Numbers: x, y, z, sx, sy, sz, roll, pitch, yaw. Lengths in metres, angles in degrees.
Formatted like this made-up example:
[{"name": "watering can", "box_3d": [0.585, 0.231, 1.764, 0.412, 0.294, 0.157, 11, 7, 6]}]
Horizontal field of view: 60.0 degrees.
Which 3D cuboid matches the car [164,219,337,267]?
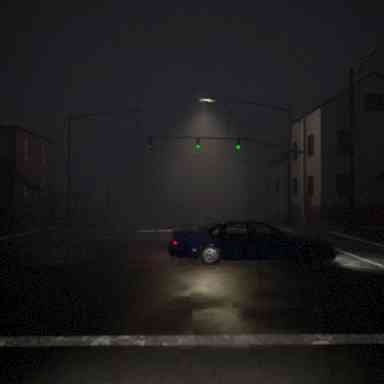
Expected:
[{"name": "car", "box_3d": [1.893, 1.637, 11.176, 5.357, 1.411, 2.033, 0, -1, -1]}]
